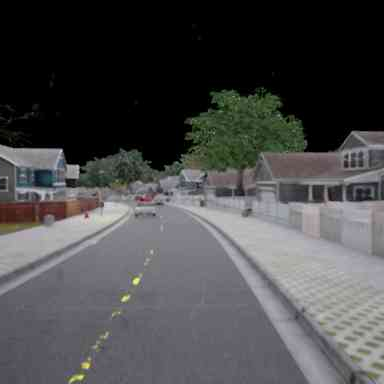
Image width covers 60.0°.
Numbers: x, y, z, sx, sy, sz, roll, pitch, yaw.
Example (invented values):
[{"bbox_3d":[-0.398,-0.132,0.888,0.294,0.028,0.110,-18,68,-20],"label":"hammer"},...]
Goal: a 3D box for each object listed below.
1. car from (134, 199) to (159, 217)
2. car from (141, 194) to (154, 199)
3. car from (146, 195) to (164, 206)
[{"bbox_3d":[-4.236,1.584,30.552,1.895,1.301,4.718,0,0,-6],"label":"car"},{"bbox_3d":[-8.649,1.328,64.976,2.150,2.045,5.566,-1,0,-17],"label":"car"},{"bbox_3d":[-5.868,1.582,54.787,2.033,1.411,5.357,0,0,-15],"label":"car"}]
